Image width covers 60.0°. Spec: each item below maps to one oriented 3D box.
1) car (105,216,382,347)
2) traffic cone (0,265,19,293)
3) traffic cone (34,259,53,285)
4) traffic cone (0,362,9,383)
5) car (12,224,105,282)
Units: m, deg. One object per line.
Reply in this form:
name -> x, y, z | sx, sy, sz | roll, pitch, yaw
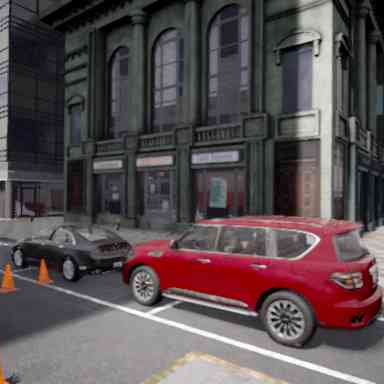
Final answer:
car -> 0.862, 1.388, 6.506 | 5.009, 1.841, 2.192 | 0, -1, 37
traffic cone -> -4.295, 2.008, 7.800 | 0.340, 0.580, 0.340 | 0, -1, 37
traffic cone -> -3.787, 2.010, 8.485 | 0.340, 0.580, 0.340 | 0, 2, 38
traffic cone -> -2.280, 1.982, 3.807 | 0.340, 0.580, 0.340 | 0, -1, 37
car -> -3.664, 1.628, 9.873 | 4.403, 1.369, 2.008 | 0, 0, 37
